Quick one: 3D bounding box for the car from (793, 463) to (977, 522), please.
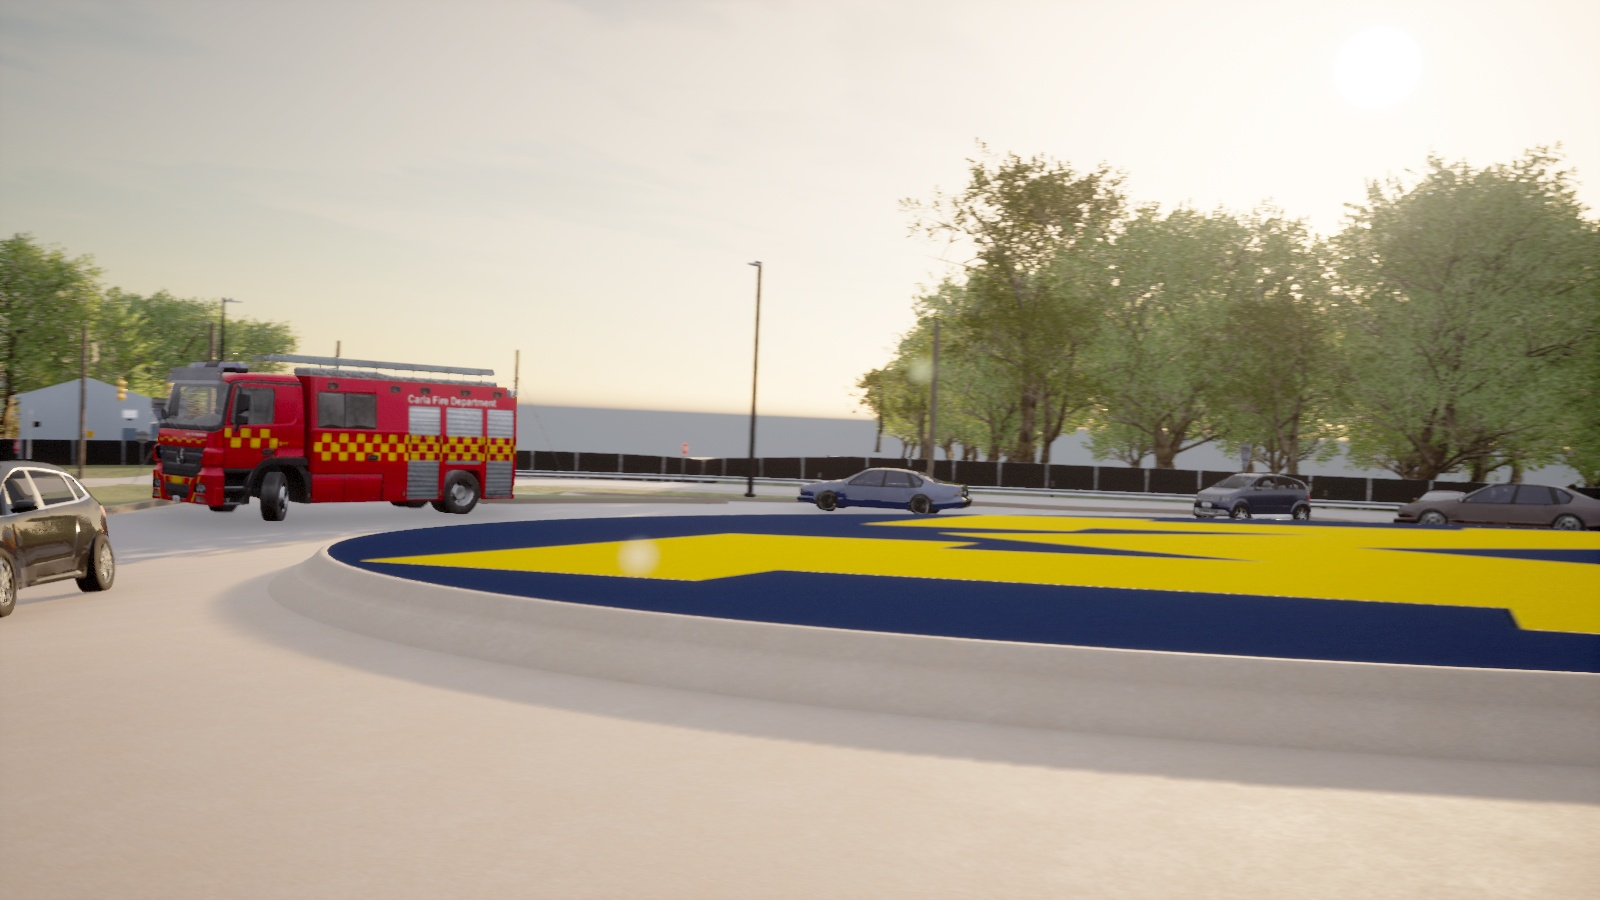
[{"bbox_3d":[2.667,1.287,39.220,5.357,1.411,2.033,3,2,17],"label":"car"}]

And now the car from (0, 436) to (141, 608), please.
[{"bbox_3d":[-9.209,0.823,13.711,2.242,1.667,4.611,-5,-1,-11],"label":"car"}]

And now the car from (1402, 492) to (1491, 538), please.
[{"bbox_3d":[23.721,2.397,46.002,1.812,1.442,4.674,1,-4,41],"label":"car"}]

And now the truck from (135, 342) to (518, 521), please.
[{"bbox_3d":[-11.363,-0.400,31.102,2.891,3.827,8.468,4,1,38],"label":"truck"}]

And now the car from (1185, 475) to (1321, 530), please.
[{"bbox_3d":[13.915,1.613,38.586,3.705,1.549,1.789,2,1,-26],"label":"car"}]

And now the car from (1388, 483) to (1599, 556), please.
[{"bbox_3d":[17.246,1.665,30.012,2.033,1.411,5.357,10,-6,-40],"label":"car"}]
